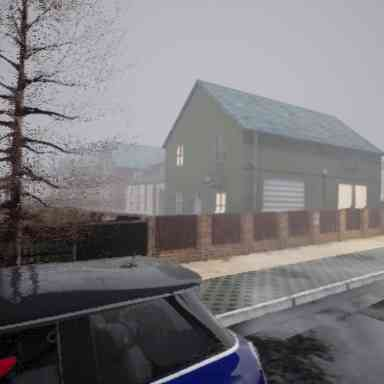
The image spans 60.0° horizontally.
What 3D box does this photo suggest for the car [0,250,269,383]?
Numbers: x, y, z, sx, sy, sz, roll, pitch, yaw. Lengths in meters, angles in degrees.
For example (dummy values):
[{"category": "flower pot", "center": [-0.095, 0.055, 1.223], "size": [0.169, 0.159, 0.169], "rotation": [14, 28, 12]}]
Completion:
[{"category": "car", "center": [-1.637, 1.350, 1.899], "size": [4.553, 1.767, 2.097], "rotation": [0, 0, -35]}]
